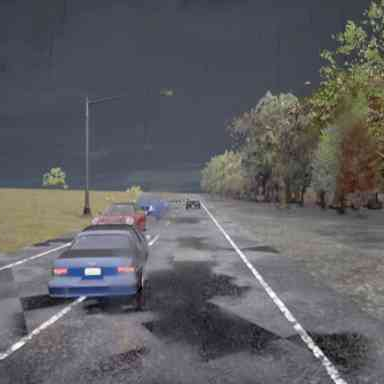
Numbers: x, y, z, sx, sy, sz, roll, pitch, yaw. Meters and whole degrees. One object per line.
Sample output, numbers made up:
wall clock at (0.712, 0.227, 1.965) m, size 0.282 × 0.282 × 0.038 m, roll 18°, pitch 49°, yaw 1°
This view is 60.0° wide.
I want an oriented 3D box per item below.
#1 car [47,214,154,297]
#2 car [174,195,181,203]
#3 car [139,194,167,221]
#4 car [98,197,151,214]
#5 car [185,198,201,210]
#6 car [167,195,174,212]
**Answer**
car at (-2.140, 1.548, 8.766) m, size 2.033 × 1.411 × 5.357 m, roll 0°, pitch 0°, yaw -6°
car at (-3.407, 1.332, 68.118) m, size 2.097 × 1.767 × 4.553 m, roll 0°, pitch 0°, yaw 0°
car at (-3.563, 1.220, 27.731) m, size 2.150 × 2.045 × 5.566 m, roll 0°, pitch 0°, yaw -1°
car at (-3.647, 1.352, 17.296) m, size 2.097 × 1.767 × 4.553 m, roll 0°, pitch 0°, yaw 1°
car at (0.154, 1.496, 43.711) m, size 1.837 × 1.490 × 4.892 m, roll 0°, pitch 0°, yaw 0°
car at (-3.543, 1.347, 37.740) m, size 2.097 × 1.767 × 4.553 m, roll 0°, pitch 0°, yaw 0°
